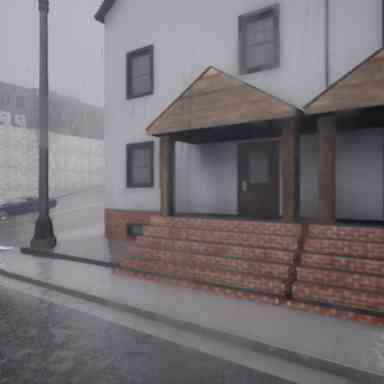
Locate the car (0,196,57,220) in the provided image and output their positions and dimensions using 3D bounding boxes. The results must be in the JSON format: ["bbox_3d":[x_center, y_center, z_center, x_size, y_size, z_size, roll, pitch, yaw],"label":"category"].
[{"bbox_3d":[-12.004,1.022,23.156,1.895,1.301,4.718,0,6,35],"label":"car"}]

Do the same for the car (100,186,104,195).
[{"bbox_3d":[-6.455,-0.759,31.072,1.812,1.442,4.674,0,13,35],"label":"car"}]
